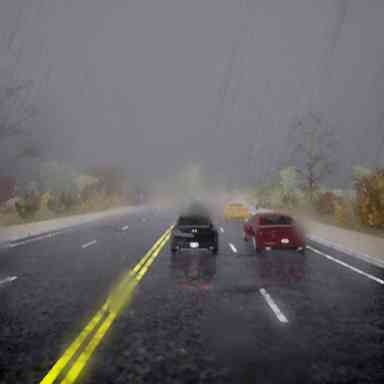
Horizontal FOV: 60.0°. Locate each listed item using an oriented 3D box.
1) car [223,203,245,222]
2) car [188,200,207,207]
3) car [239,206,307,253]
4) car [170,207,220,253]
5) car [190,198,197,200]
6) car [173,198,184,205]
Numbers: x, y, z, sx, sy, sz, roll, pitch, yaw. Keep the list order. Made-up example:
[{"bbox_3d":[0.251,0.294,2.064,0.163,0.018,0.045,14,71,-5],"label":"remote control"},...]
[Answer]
[{"bbox_3d":[3.835,1.722,29.248,1.882,1.535,5.008,0,0,3],"label":"car"},{"bbox_3d":[0.579,1.753,29.211,1.837,1.490,4.892,0,0,3],"label":"car"},{"bbox_3d":[3.387,1.605,14.349,1.882,1.535,5.008,0,0,1],"label":"car"},{"bbox_3d":[0.131,1.635,14.239,1.837,1.490,4.892,0,0,1],"label":"car"},{"bbox_3d":[0.345,2.044,72.065,2.128,1.511,4.902,0,0,6],"label":"car"},{"bbox_3d":[-2.885,2.077,72.428,1.994,1.385,4.181,0,0,6],"label":"car"}]
